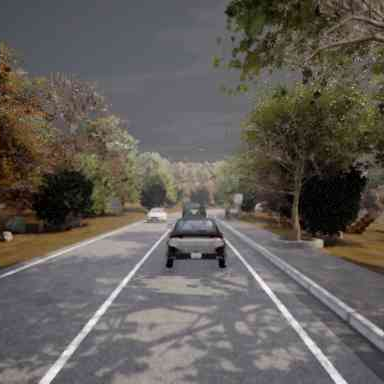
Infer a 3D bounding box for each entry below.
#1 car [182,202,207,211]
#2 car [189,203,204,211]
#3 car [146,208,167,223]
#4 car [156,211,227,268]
[{"bbox_3d":[0.213,1.972,31.282,2.150,2.045,5.566,0,-2,1],"label":"car"},{"bbox_3d":[1.028,3.317,73.447,2.097,1.767,4.553,1,-2,14],"label":"car"},{"bbox_3d":[-3.457,2.341,33.401,1.812,1.442,4.674,0,-2,1],"label":"car"},{"bbox_3d":[0.130,1.633,11.785,2.128,1.511,4.902,0,-1,0],"label":"car"}]
